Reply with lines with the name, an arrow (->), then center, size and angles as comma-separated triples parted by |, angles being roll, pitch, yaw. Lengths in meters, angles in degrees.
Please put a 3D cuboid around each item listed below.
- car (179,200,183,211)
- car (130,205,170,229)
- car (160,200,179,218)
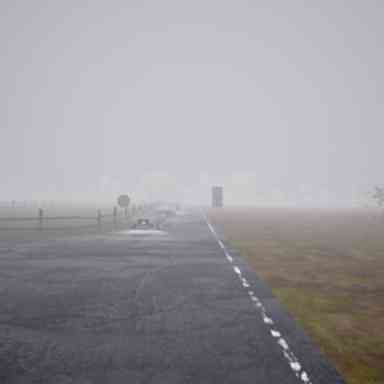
car -> -2.761, 2.266, 52.324 | 1.895, 1.301, 4.718 | 0, -1, 0
car -> -3.039, 1.867, 23.813 | 1.994, 1.385, 4.181 | 0, -1, 4
car -> -2.759, 1.942, 36.621 | 1.882, 1.535, 5.008 | 0, -1, 0
